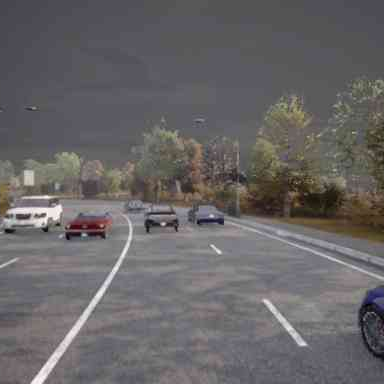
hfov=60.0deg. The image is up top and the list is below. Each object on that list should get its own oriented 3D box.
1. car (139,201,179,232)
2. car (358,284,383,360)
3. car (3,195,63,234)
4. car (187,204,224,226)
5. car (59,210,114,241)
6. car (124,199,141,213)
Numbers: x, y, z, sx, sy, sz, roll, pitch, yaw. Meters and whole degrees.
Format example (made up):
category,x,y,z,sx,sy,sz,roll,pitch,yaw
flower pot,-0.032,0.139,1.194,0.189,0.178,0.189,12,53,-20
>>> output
category,x,y,z,sx,sy,sz,roll,pitch,yaw
car,-1.938,1.487,20.142,2.128,1.511,4.902,0,0,-10
car,3.401,1.513,2.970,1.812,1.442,4.674,0,0,-2
car,-9.122,1.234,19.655,2.150,2.045,5.566,0,0,-11
car,0.885,1.552,23.824,1.994,1.385,4.181,0,0,-12
car,-5.097,1.606,16.918,1.895,1.301,4.718,0,0,-9
car,-6.543,1.546,37.826,2.033,1.411,5.357,0,0,-19
